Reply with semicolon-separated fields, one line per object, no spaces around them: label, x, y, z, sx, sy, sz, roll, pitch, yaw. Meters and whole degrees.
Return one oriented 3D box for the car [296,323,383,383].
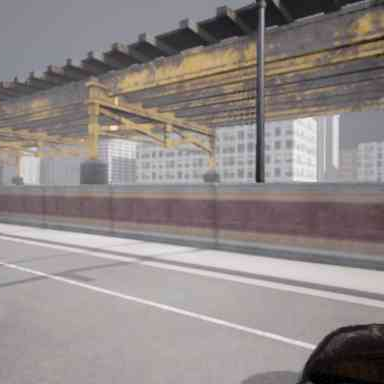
car;2.768;1.571;2.018;4.181;1.385;1.994;0;0;36
